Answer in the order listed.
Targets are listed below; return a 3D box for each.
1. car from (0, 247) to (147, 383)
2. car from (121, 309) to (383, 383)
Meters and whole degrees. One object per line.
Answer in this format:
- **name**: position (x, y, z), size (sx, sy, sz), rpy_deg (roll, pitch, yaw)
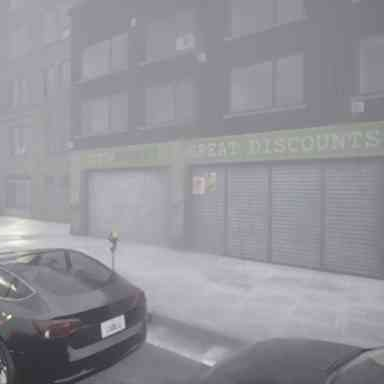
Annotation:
- **car**: position (-2.568, 1.501, 4.919), size (4.313, 1.339, 1.947), rpy_deg (1, 0, 36)
- **car**: position (1.925, 1.560, 1.706), size (4.403, 1.369, 2.008), rpy_deg (1, 0, 36)
